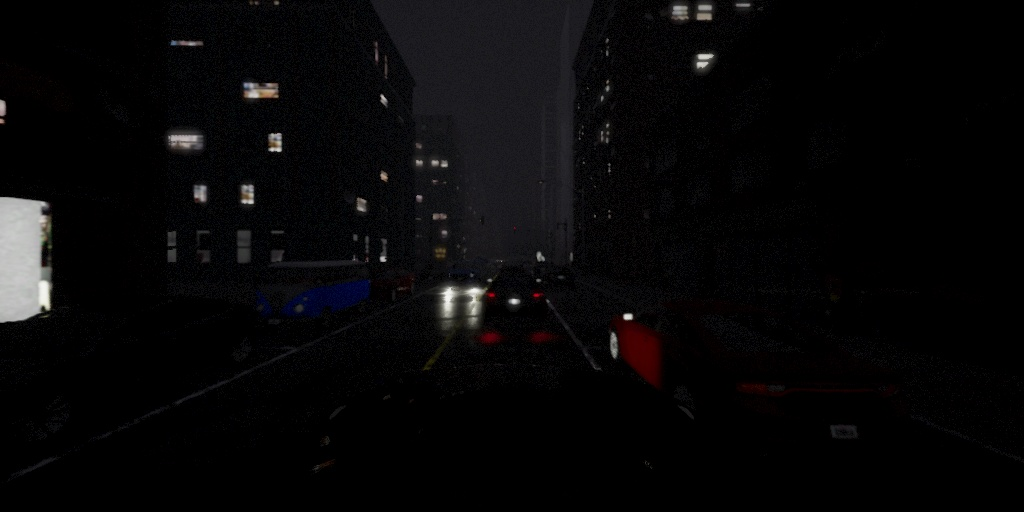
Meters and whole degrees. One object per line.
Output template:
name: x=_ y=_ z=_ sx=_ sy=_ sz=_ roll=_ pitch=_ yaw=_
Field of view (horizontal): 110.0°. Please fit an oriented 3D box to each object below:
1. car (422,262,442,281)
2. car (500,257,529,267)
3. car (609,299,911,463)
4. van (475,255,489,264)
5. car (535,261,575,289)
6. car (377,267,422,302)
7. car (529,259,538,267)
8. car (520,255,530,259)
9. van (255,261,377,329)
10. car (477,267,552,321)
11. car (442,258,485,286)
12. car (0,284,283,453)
car: x=-5.696 y=1.152 z=27.246 sx=1.948 sy=1.339 sz=4.313 roll=0 pitch=0 yaw=0
car: x=0.077 y=1.058 z=28.315 sx=1.882 sy=1.535 sz=5.008 roll=0 pitch=0 yaw=0
car: x=2.691 y=1.273 z=5.142 sx=1.888 sy=1.381 sz=4.507 roll=0 pitch=0 yaw=0
van: x=-5.705 y=0.702 z=65.162 sx=1.690 sy=1.789 sz=3.998 roll=0 pitch=0 yaw=0
car: x=2.687 y=1.188 z=21.712 sx=1.948 sy=1.339 sz=4.313 roll=0 pitch=0 yaw=0
car: x=-5.693 y=1.202 z=16.199 sx=1.888 sy=1.381 sz=4.507 roll=0 pitch=0 yaw=0
car: x=2.684 y=1.119 z=32.759 sx=1.948 sy=1.339 sz=4.313 roll=0 pitch=0 yaw=0
car: x=2.676 y=0.944 z=65.163 sx=1.802 sy=1.307 sz=4.207 roll=0 pitch=0 yaw=0
van: x=-5.692 y=1.033 z=10.676 sx=1.690 sy=1.789 sz=3.998 roll=0 pitch=0 yaw=0
car: x=0.076 y=1.246 z=12.177 sx=1.994 sy=1.385 sz=4.181 roll=0 pitch=0 yaw=0
car: x=-3.096 y=1.086 z=23.880 sx=1.882 sy=1.535 sz=5.008 roll=0 pitch=0 yaw=0
car: x=-5.690 y=1.293 z=5.152 sx=1.948 sy=1.339 sz=4.313 roll=0 pitch=0 yaw=0
